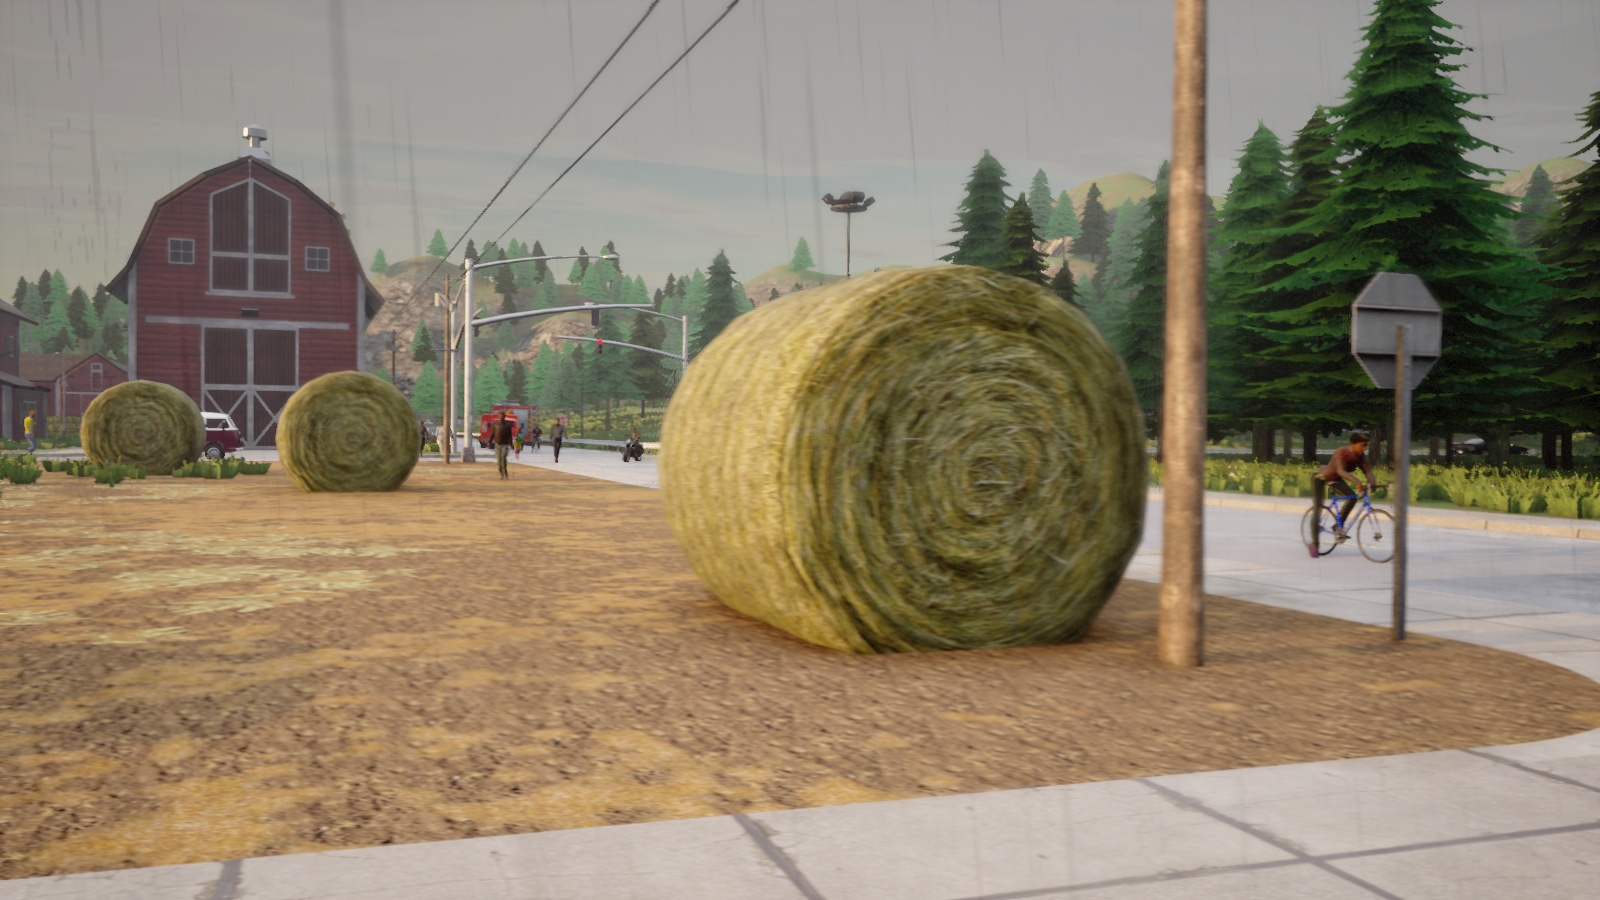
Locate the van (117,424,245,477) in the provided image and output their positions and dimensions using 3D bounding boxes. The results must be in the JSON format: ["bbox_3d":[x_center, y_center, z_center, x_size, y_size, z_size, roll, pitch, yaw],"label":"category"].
[{"bbox_3d":[-25.104,-0.018,51.104,4.480,2.038,2.069,-1,1,-22],"label":"van"}]

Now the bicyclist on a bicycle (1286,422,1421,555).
[{"bbox_3d":[7.061,0.452,16.092,0.582,1.620,1.656,-1,1,-21],"label":"bicyclist on a bicycle"}]

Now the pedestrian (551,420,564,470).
[{"bbox_3d":[-9.551,-0.206,49.367,0.423,1.949,0.788,-1,1,-15],"label":"pedestrian"}]

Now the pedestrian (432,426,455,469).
[{"bbox_3d":[-15.718,-0.105,55.326,0.874,1.855,0.900,-1,1,-21],"label":"pedestrian"}]

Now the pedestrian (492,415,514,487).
[{"bbox_3d":[-7.771,0.023,32.836,0.431,1.840,0.703,-1,1,-4],"label":"pedestrian"}]

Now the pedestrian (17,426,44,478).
[{"bbox_3d":[-27.398,0.050,44.707,0.354,1.836,0.706,0,1,41],"label":"pedestrian"}]

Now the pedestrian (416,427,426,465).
[{"bbox_3d":[-18.177,-0.182,60.219,0.328,1.805,0.869,-1,1,-27],"label":"pedestrian"}]

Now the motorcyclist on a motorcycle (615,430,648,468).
[{"bbox_3d":[-7.689,-0.066,57.404,0.766,1.649,2.350,1,1,12],"label":"motorcyclist on a motorcycle"}]

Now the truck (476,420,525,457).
[{"bbox_3d":[-21.100,-0.838,88.405,2.627,2.467,5.204,-1,1,-21],"label":"truck"}]

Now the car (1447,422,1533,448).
[{"bbox_3d":[43.087,-0.940,78.395,5.008,1.535,1.882,-1,1,-20],"label":"car"}]
